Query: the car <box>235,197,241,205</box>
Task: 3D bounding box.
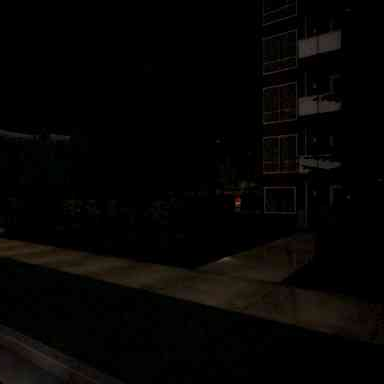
[{"bbox_3d":[9.336,1.478,58.051,1.882,1.535,5.008,0,0,36],"label":"car"}]
